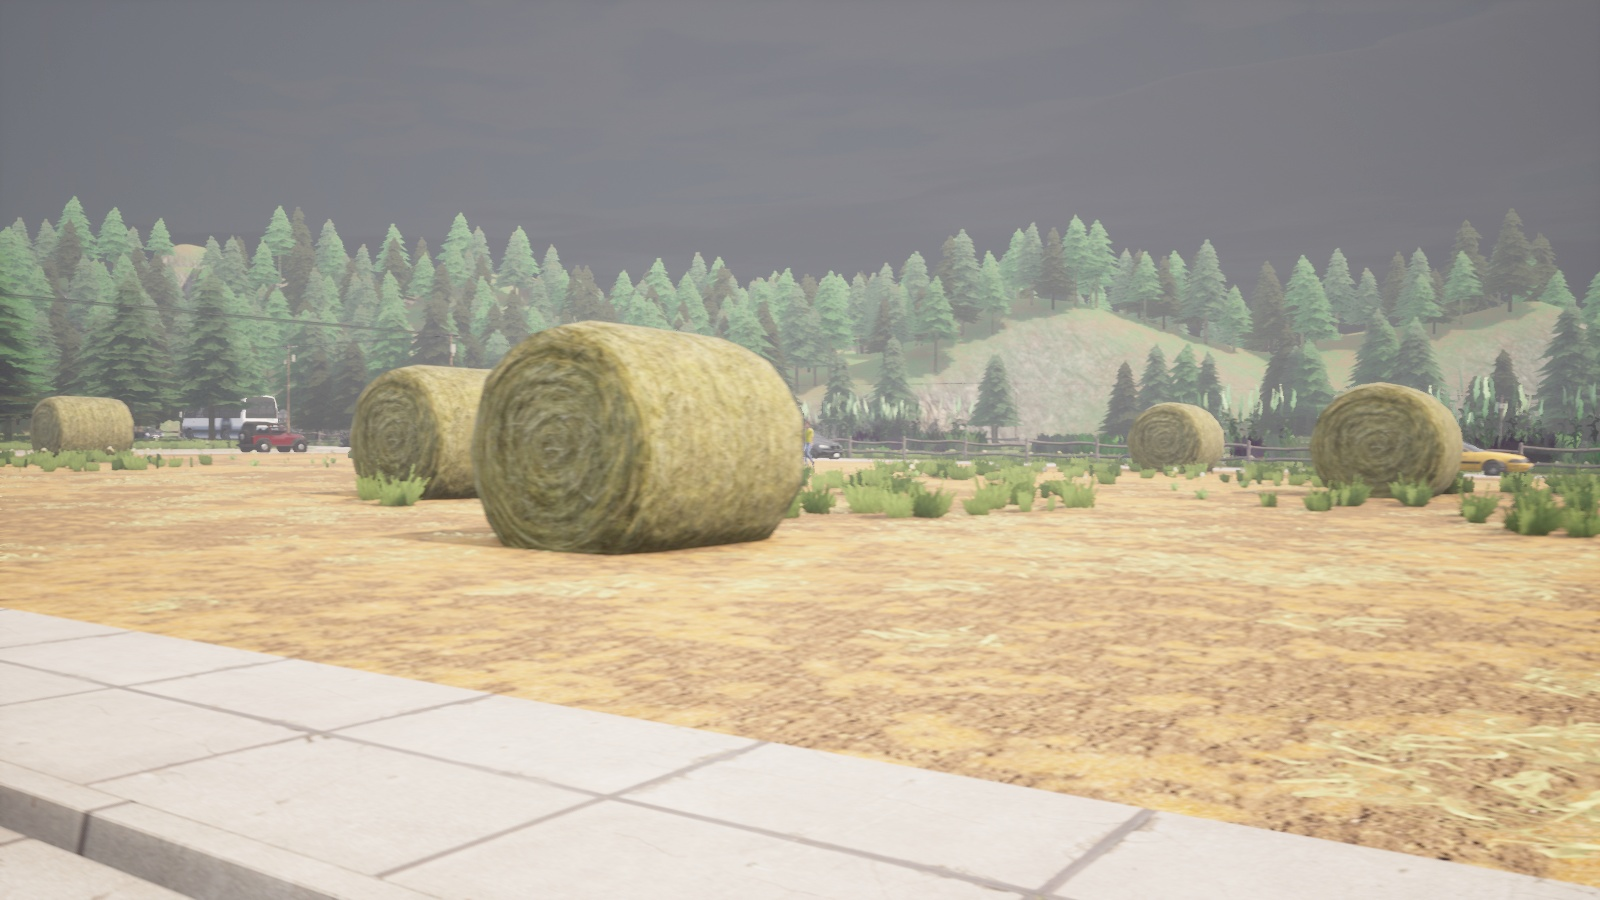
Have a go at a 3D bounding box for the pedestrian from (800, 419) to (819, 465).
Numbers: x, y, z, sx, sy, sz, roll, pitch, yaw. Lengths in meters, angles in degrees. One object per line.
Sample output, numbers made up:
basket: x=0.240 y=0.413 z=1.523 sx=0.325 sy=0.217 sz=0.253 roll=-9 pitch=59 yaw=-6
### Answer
pedestrian: x=0.376 y=-0.314 z=50.124 sx=0.706 sy=1.836 sz=0.354 roll=-1 pitch=1 yaw=-42

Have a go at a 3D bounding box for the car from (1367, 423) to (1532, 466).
car: x=24.794 y=-0.218 z=48.035 sx=5.366 sy=1.575 sz=1.801 roll=0 pitch=1 yaw=37

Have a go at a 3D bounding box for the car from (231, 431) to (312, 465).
car: x=-30.382 y=-0.157 z=72.294 sx=1.905 sy=1.878 sz=3.866 roll=0 pitch=1 yaw=35

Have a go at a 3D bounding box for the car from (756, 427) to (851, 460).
car: x=0.180 y=-0.347 z=66.866 sx=4.611 sy=1.667 sz=2.242 roll=0 pitch=1 yaw=37
